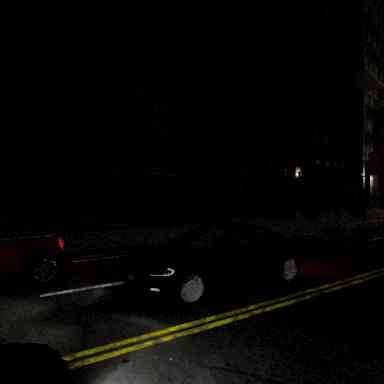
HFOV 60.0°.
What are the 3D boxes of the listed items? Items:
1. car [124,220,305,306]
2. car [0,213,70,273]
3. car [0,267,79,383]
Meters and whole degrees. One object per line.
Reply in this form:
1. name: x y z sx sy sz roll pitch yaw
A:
1. car: 0.759 1.512 8.324 5.008 1.535 1.882 1 0 -36
2. car: -5.411 1.344 7.839 4.553 1.767 2.097 1 0 -36
3. car: -3.057 1.531 1.236 5.357 1.411 2.033 0 0 -36
